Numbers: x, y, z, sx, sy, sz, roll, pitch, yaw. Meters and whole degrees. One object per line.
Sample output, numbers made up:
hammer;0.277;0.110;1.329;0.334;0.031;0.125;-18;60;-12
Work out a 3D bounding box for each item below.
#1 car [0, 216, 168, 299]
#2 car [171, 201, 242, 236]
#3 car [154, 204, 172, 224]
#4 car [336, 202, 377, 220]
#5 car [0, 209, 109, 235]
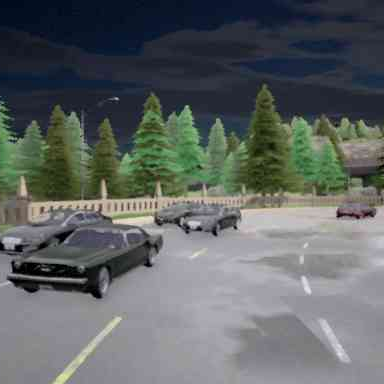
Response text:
car;-2.325;1.551;8.618;1.895;1.301;4.718;0;0;14
car;1.209;1.416;18.076;2.128;1.511;4.902;0;0;28
car;-0.586;1.403;21.991;1.837;1.490;4.892;0;0;31
car;13.887;1.503;28.010;4.181;1.385;1.994;0;0;-41
car;-4.815;1.412;12.512;2.128;1.511;4.902;0;0;18
